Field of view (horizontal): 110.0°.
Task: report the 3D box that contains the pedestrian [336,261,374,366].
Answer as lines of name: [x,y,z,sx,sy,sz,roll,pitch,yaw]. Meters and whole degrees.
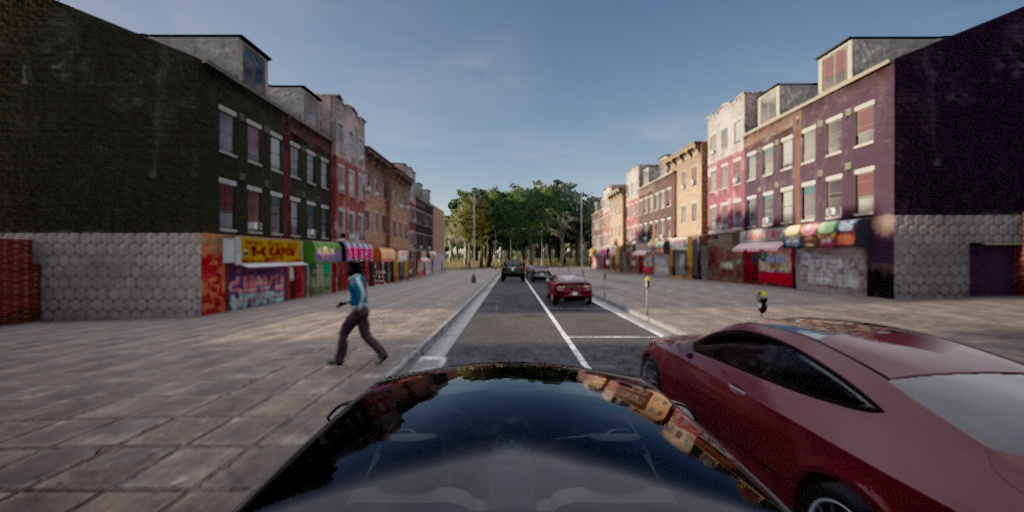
pedestrian: [-2.676,0.938,6.112,0.375,1.860,0.375,-1,0,0]

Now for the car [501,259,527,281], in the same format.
car: [0.098,1.340,34.855,2.150,2.045,5.566,0,-1,0]

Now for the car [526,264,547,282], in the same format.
car: [2.641,1.667,33.417,1.948,1.339,4.313,0,0,0]

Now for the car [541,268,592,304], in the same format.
car: [2.639,1.461,17.199,1.888,1.381,4.507,0,0,0]

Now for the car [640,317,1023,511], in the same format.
car: [2.751,1.293,3.283,1.812,1.442,4.674,0,-1,0]
